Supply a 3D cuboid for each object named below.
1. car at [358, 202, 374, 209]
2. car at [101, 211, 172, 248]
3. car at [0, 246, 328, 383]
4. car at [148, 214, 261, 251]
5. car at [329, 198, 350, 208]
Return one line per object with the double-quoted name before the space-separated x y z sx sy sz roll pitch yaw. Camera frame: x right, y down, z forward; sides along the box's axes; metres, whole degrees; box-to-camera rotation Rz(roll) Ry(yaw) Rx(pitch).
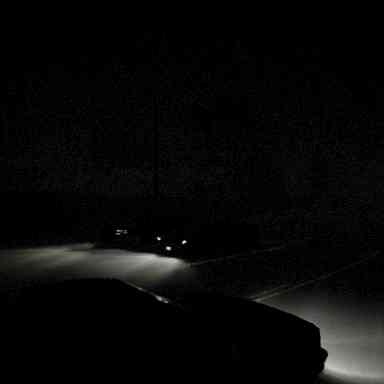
"car" 24.740 1.984 47.211 1.812 1.442 4.674 -1 -1 35
"car" -2.045 1.723 16.474 1.882 1.535 5.008 0 -1 43
"car" -0.986 1.583 2.970 5.357 1.411 2.033 1 -1 -38
"car" 0.935 1.770 14.442 2.033 1.411 5.357 -1 -1 43
"car" 21.853 1.720 49.195 2.150 2.045 5.566 -1 -1 35
